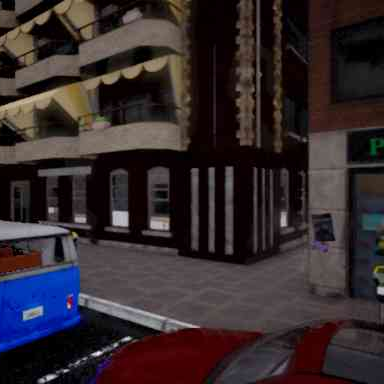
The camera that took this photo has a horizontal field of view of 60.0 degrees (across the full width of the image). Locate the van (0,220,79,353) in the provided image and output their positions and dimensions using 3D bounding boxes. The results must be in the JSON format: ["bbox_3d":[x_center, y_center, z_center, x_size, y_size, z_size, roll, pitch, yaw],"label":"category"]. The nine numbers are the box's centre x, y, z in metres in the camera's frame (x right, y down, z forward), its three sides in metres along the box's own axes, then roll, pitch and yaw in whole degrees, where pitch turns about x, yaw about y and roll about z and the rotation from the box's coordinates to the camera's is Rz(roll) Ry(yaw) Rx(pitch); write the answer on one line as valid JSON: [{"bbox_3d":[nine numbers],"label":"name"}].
[{"bbox_3d":[-3.583,1.357,5.440,3.998,1.788,1.690,0,0,36],"label":"van"}]

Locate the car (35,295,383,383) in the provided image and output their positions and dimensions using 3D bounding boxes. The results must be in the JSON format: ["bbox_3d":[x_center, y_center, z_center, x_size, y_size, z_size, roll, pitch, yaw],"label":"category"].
[{"bbox_3d":[1.011,1.583,2.153,4.206,1.307,1.802,0,0,36],"label":"car"}]
